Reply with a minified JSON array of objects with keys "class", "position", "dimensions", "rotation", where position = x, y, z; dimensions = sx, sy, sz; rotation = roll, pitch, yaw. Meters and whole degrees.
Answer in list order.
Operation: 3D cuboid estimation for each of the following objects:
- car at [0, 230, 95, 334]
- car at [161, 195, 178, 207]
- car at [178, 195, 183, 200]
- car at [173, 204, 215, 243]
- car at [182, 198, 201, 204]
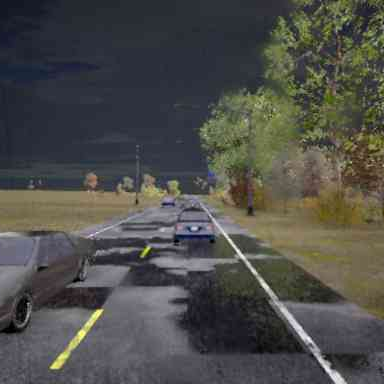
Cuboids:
[{"class":"car","position":[-3.598,1.550,6.992],"dimensions":[2.033,1.411,5.357],"rotation":[0,0,0]},{"class":"car","position":[-3.557,1.502,50.624],"dimensions":[1.882,1.535,5.008],"rotation":[0,0,0]},{"class":"car","position":[-3.471,1.591,91.252],"dimensions":[1.994,1.385,4.181],"rotation":[0,0,0]},{"class":"car","position":[0.103,1.553,16.214],"dimensions":[2.033,1.411,5.357],"rotation":[0,0,0]},{"class":"car","position":[0.113,1.565,40.356],"dimensions":[2.033,1.411,5.357],"rotation":[0,0,0]}]
